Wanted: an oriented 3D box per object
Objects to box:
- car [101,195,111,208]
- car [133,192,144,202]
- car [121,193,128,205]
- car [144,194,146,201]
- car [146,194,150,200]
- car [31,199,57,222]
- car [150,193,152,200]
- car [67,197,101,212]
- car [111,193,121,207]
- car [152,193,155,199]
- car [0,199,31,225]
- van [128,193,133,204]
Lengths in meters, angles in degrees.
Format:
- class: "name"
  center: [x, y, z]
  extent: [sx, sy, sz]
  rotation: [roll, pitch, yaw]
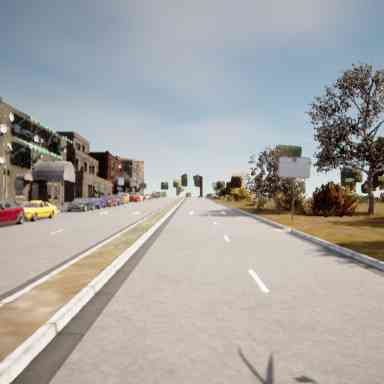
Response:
- class: "car"
  center: [-12.167, 1.425, 42.215]
  extent: [2.002, 1.452, 4.674]
  rotation: [0, 0, 0]
- class: "car"
  center: [-12.264, 1.139, 69.811]
  extent: [2.435, 2.045, 5.566]
  rotation: [0, 0, 0]
- class: "car"
  center: [-12.205, 1.262, 53.169]
  extent: [2.185, 1.767, 4.553]
  rotation: [0, 0, 0]
- class: "car"
  center: [-12.284, 1.391, 75.244]
  extent: [2.097, 1.535, 5.008]
  rotation: [0, 0, 0]
- class: "car"
  center: [-12.303, 1.393, 80.770]
  extent: [2.231, 1.521, 4.892]
  rotation: [0, 0, 0]
- class: "car"
  center: [-12.106, 1.380, 25.453]
  extent: [1.946, 1.575, 5.366]
  rotation: [0, 0, 0]
- class: "car"
  center: [-12.323, 1.267, 86.320]
  extent: [2.185, 1.767, 4.553]
  rotation: [0, 0, 0]
- class: "car"
  center: [-12.146, 1.386, 36.695]
  extent: [2.231, 1.521, 4.892]
  rotation: [0, 0, 0]
- class: "car"
  center: [-12.186, 1.261, 47.645]
  extent: [2.185, 1.767, 4.553]
  rotation: [0, 0, 0]
- class: "car"
  center: [-12.342, 1.268, 91.846]
  extent: [2.185, 1.767, 4.553]
  rotation: [0, 0, 0]
- class: "car"
  center: [-12.090, 1.256, 20.143]
  extent: [2.185, 1.767, 4.553]
  rotation: [0, 0, 0]
- class: "van"
  center: [-12.224, 1.162, 58.547]
  extent: [1.878, 1.987, 4.442]
  rotation: [0, 0, 0]
